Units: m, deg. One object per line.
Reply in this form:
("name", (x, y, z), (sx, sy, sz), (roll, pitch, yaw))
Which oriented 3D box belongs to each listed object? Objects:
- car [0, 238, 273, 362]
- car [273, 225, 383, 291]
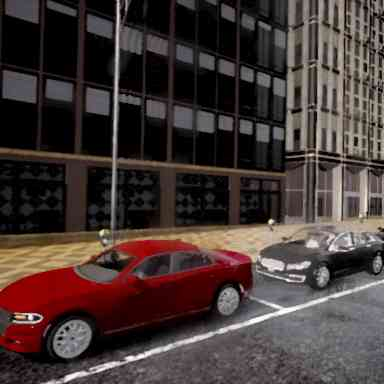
("car", (-0.870, 1.566, 5.922), (4.507, 1.381, 1.887), (1, 1, -35))
("car", (3.668, 1.616, 9.160), (4.403, 1.369, 2.008), (1, 1, -35))
